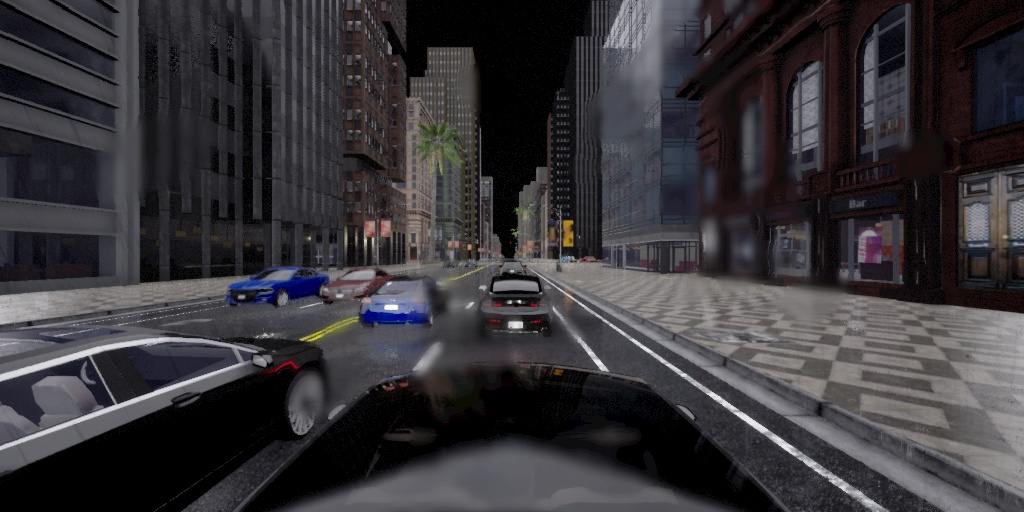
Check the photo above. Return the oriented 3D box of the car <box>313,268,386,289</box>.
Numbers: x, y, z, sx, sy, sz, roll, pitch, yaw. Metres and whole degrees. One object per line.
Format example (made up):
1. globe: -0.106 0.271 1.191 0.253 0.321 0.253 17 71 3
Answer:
1. car: -6.616 1.275 16.075 1.812 1.442 4.674 0 0 0

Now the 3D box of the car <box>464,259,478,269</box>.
1. car: -6.572 1.199 58.420 1.812 1.442 4.674 0 0 0

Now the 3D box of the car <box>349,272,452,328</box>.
1. car: -3.160 1.314 11.389 1.994 1.385 4.181 0 0 0

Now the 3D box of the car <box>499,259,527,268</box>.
1. car: 0.058 1.101 27.704 2.097 1.767 4.553 0 0 1

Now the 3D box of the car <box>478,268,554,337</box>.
1. car: 0.091 1.255 10.239 1.837 1.490 4.892 0 0 0

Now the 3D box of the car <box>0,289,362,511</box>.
1. car: -3.149 1.241 2.465 2.128 1.511 4.902 0 0 0

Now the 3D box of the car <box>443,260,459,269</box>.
1. car: -9.822 1.356 58.416 2.033 1.411 5.357 0 0 0

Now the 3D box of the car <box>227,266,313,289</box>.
1. car: -9.867 1.227 15.579 1.882 1.535 5.008 0 0 0
